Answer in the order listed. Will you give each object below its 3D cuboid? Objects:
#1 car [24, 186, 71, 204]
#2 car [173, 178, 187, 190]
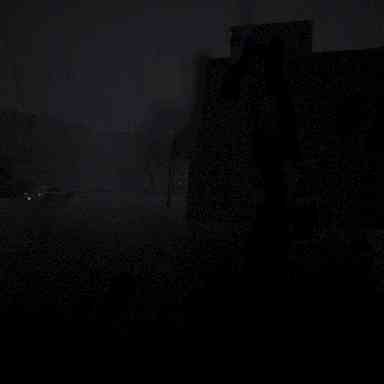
[{"bbox_3d":[-12.719,0.204,29.515,1.812,1.442,4.674,4,3,15],"label":"car"},{"bbox_3d":[-1.431,-1.472,61.107,2.150,2.045,5.566,5,4,31],"label":"car"}]
